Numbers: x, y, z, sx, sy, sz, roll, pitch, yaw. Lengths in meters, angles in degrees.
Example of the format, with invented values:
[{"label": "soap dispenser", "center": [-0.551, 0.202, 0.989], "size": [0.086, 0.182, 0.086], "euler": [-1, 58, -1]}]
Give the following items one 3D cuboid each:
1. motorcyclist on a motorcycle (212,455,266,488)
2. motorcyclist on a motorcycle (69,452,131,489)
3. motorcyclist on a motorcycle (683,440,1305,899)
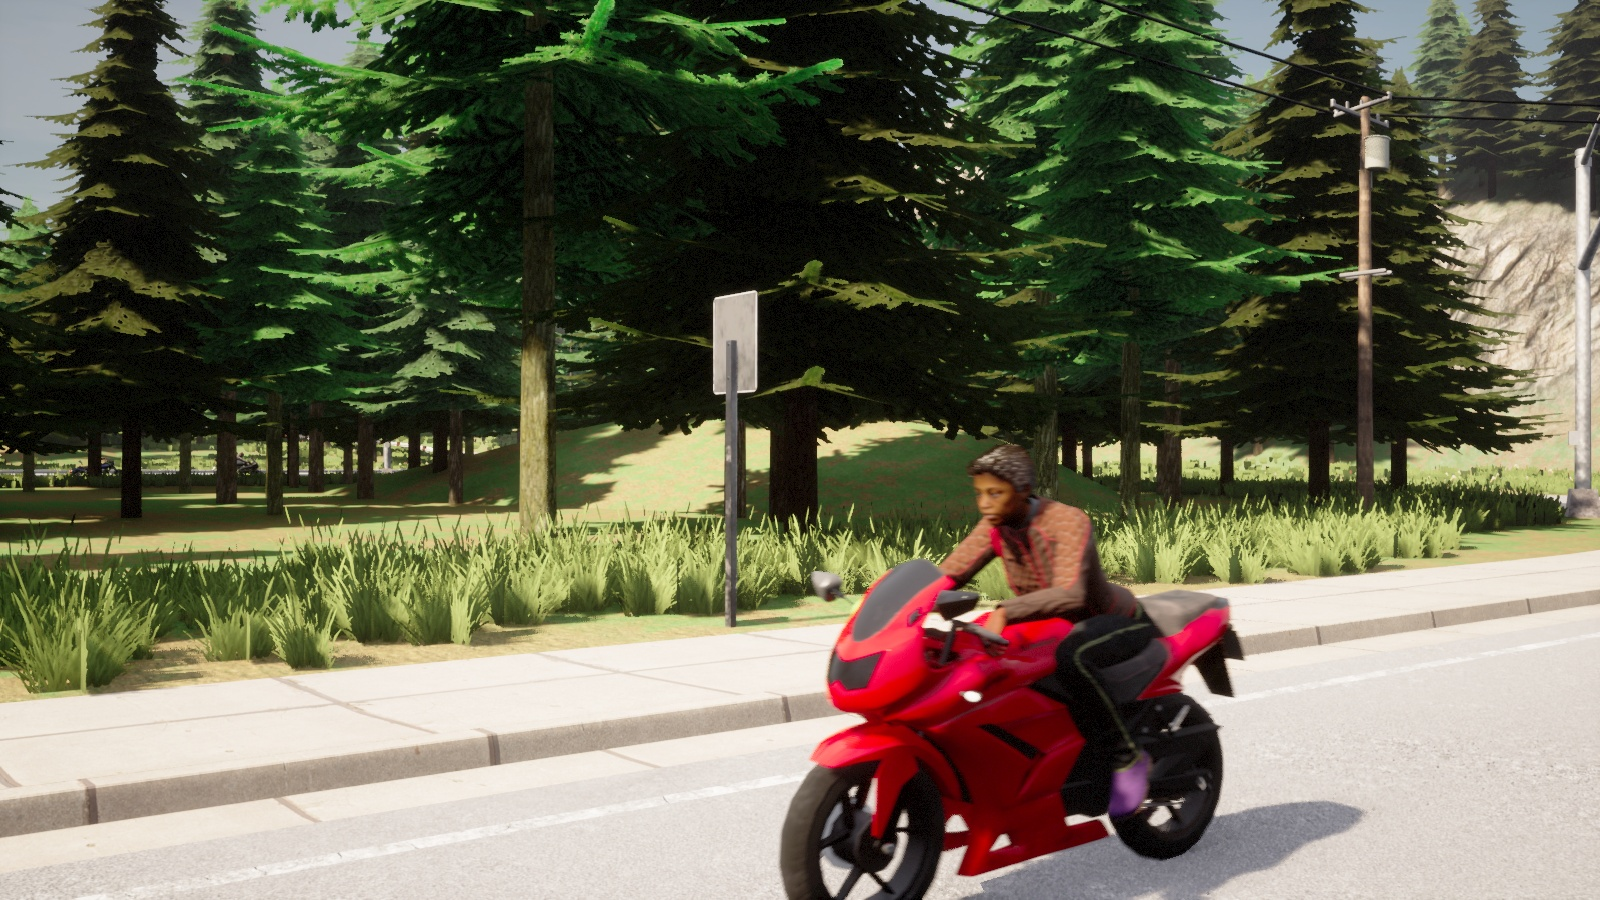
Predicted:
[{"label": "motorcyclist on a motorcycle", "center": [-26.303, 0.980, 58.883], "size": [2.191, 1.530, 0.866], "euler": [0, 0, -35]}, {"label": "motorcyclist on a motorcycle", "center": [-30.987, 0.897, 55.619], "size": [2.350, 1.649, 0.766], "euler": [0, 0, -35]}, {"label": "motorcyclist on a motorcycle", "center": [0.704, 0.736, 4.149], "size": [2.044, 1.523, 0.797], "euler": [0, 0, -35]}]
